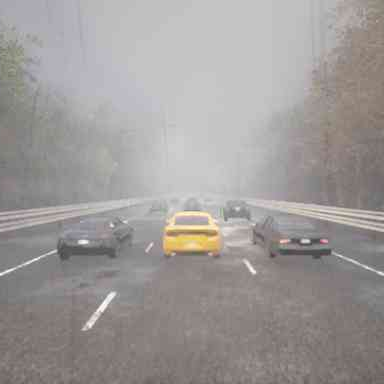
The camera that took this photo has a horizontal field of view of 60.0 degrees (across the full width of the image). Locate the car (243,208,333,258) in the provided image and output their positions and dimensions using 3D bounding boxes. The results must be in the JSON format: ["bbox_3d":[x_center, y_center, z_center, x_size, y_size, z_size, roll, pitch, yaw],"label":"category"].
[{"bbox_3d":[3.500,1.568,12.752,2.033,1.411,5.357,0,0,0],"label":"car"}]

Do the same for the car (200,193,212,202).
[{"bbox_3d":[3.507,1.610,76.065,2.033,1.411,5.357,0,0,0],"label":"car"}]

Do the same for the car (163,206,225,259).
[{"bbox_3d":[-0.001,1.499,12.776,1.882,1.535,5.008,0,0,0],"label":"car"}]

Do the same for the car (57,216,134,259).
[{"bbox_3d":[-3.499,1.586,12.728,1.994,1.385,4.181,0,0,0],"label":"car"}]

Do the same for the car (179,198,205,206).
[{"bbox_3d":[0.002,1.593,33.820,2.033,1.411,5.357,0,0,0],"label":"car"}]

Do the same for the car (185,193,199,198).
[{"bbox_3d":[0.005,1.546,66.021,1.882,1.535,5.008,0,0,0],"label":"car"}]

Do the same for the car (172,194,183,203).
[{"bbox_3d":[-3.494,1.615,69.804,2.033,1.411,5.357,0,0,0],"label":"car"}]

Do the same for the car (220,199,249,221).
[{"bbox_3d":[3.501,1.391,27.727,2.097,1.767,4.553,0,0,0],"label":"car"}]

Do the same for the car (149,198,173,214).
[{"bbox_3d":[-3.495,1.596,35.820,2.033,1.411,5.357,0,0,0],"label":"car"}]
